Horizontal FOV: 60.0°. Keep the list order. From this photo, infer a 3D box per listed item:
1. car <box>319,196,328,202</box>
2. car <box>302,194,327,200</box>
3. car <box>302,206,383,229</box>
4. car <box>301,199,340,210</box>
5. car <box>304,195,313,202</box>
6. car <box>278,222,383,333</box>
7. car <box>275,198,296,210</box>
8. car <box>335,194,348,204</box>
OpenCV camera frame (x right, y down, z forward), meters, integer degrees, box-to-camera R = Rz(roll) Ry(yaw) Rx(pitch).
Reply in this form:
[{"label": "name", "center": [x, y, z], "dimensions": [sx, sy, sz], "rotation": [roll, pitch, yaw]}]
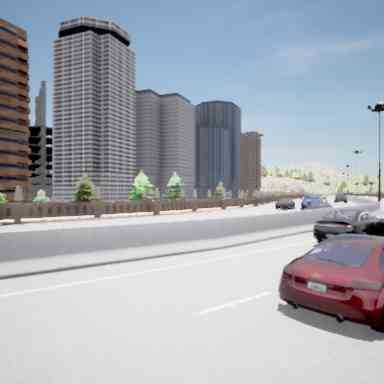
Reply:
[{"label": "car", "center": [32.124, 1.651, 81.343], "dimensions": [2.033, 1.411, 5.357], "rotation": [0, 0, 22]}, {"label": "car", "center": [15.718, 1.322, 43.194], "dimensions": [2.150, 2.045, 5.566], "rotation": [0, 0, 29]}, {"label": "car", "center": [7.161, 1.523, 14.764], "dimensions": [4.902, 1.511, 2.128], "rotation": [0, 0, -44]}, {"label": "car", "center": [12.105, 1.635, 31.261], "dimensions": [1.994, 1.385, 4.181], "rotation": [0, 0, 36]}, {"label": "car", "center": [28.880, 1.623, 82.659], "dimensions": [1.837, 1.490, 4.892], "rotation": [0, 0, 22]}, {"label": "car", "center": [3.679, 1.579, 6.919], "dimensions": [4.181, 1.385, 1.994], "rotation": [0, 0, -39]}, {"label": "car", "center": [12.661, 1.590, 44.962], "dimensions": [1.882, 1.535, 5.008], "rotation": [0, 0, 29]}, {"label": "car", "center": [30.578, 1.355, 68.219], "dimensions": [2.150, 2.045, 5.566], "rotation": [0, 0, 22]}]
